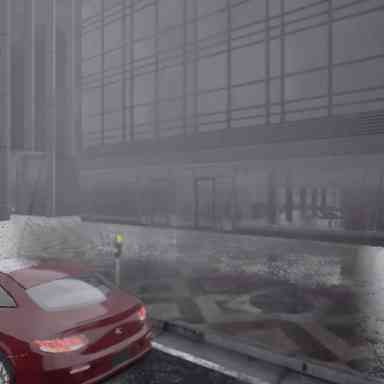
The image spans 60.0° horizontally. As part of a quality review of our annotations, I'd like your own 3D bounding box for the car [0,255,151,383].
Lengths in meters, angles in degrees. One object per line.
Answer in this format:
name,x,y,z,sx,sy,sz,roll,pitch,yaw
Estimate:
car,-2.431,1.579,4.696,4.206,1.307,1.802,0,0,36
